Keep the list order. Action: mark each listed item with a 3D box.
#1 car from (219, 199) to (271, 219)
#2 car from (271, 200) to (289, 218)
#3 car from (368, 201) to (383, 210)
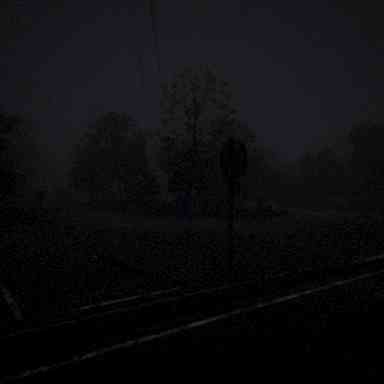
[{"bbox_3d":[4.361,1.587,29.663,2.002,1.452,4.674,1,0,-36],"label":"car"},{"bbox_3d":[6.902,1.452,31.562,2.185,1.767,4.553,1,0,-36],"label":"car"},{"bbox_3d":[26.741,1.865,45.651,2.002,1.452,4.674,1,0,-35],"label":"car"}]
